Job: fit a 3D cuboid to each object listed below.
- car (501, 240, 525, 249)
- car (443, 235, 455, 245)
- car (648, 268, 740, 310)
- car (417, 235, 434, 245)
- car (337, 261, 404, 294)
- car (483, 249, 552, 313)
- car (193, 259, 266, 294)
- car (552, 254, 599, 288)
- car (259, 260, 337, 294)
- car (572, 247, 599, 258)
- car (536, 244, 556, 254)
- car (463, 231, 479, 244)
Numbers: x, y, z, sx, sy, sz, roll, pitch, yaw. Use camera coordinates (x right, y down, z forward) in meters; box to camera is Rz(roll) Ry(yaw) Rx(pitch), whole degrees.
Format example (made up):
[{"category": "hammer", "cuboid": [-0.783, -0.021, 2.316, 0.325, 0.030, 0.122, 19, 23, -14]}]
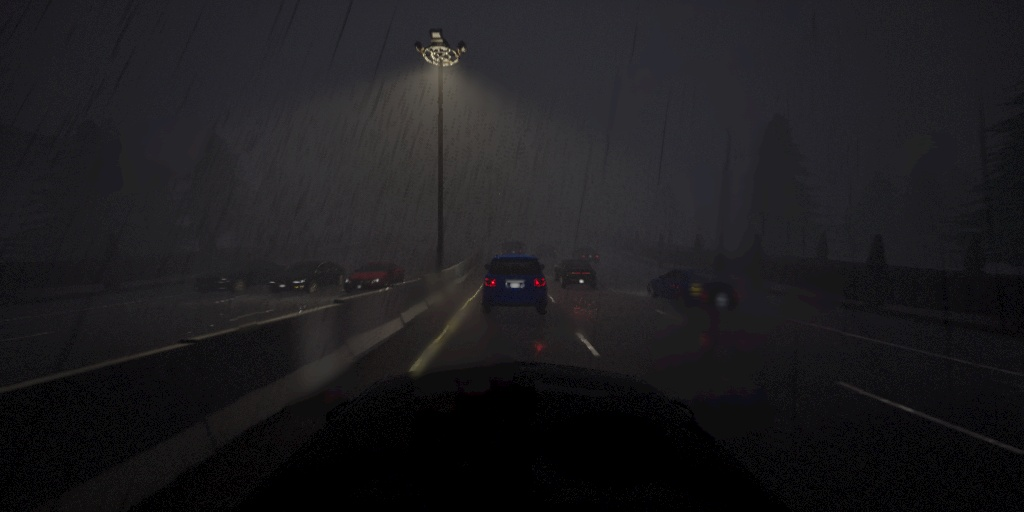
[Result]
[{"category": "car", "cuboid": [0.125, -0.564, 35.656, 2.150, 2.045, 5.566, 0, 6, 0]}, {"category": "car", "cuboid": [-10.513, -2.576, 58.162, 1.837, 1.490, 4.892, 0, 6, 1]}, {"category": "car", "cuboid": [7.100, 1.214, 14.402, 1.812, 1.442, 4.674, 0, 2, 0]}, {"category": "car", "cuboid": [-14.009, -2.593, 58.075, 1.882, 1.535, 5.008, 0, 6, 1]}, {"category": "car", "cuboid": [-7.087, 1.041, 18.958, 1.812, 1.442, 4.674, 0, 3, 0]}, {"category": "car", "cuboid": [0.103, 0.926, 13.933, 2.150, 2.045, 5.566, 0, 2, 0]}, {"category": "car", "cuboid": [-14.088, 0.990, 18.975, 1.882, 1.535, 5.008, 0, 3, 0]}, {"category": "car", "cuboid": [3.612, 0.917, 21.027, 1.837, 1.490, 4.892, 0, 4, 0]}, {"category": "car", "cuboid": [-10.587, 1.023, 18.926, 1.837, 1.490, 4.892, 0, 3, 0]}, {"category": "car", "cuboid": [7.126, -0.180, 35.096, 2.033, 1.411, 5.357, 0, 6, 0]}, {"category": "car", "cuboid": [3.630, -0.575, 38.738, 1.812, 1.442, 4.674, 0, 6, 0]}, {"category": "car", "cuboid": [-6.991, -3.168, 61.200, 2.150, 2.045, 5.566, 0, 6, 1]}]
